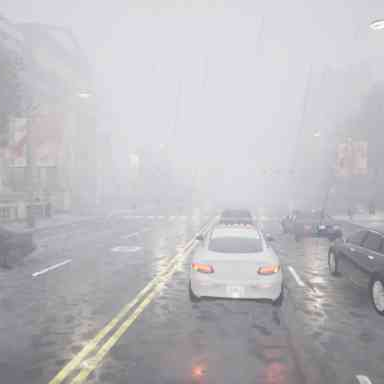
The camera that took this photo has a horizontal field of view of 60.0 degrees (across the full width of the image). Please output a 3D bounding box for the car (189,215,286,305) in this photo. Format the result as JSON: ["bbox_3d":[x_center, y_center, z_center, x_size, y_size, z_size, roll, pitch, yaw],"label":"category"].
[{"bbox_3d":[1.034,1.526,8.031,1.812,1.442,4.674,0,0,7],"label":"car"}]

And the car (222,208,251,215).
[{"bbox_3d":[2.322,1.547,17.488,2.033,1.411,5.357,0,0,8],"label":"car"}]

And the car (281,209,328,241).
[{"bbox_3d":[5.759,1.547,16.597,2.033,1.411,5.357,0,0,6],"label":"car"}]

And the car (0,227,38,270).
[{"bbox_3d":[-6.224,1.548,8.462,2.033,1.411,5.357,0,0,9],"label":"car"}]

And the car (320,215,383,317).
[{"bbox_3d":[4.469,1.505,7.326,1.837,1.490,4.892,0,0,7],"label":"car"}]
